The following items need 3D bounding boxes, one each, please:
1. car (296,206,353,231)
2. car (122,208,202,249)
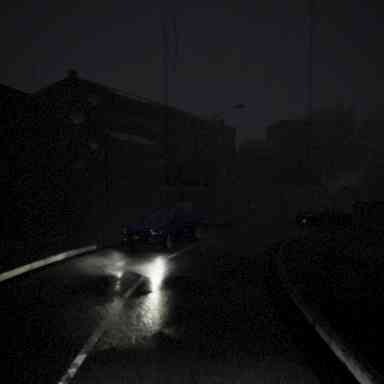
[{"bbox_3d":[9.048,1.670,22.270,5.008,1.535,1.882,1,-2,-35],"label":"car"},{"bbox_3d":[-1.129,1.487,14.776,1.882,1.535,5.008,-1,-1,23],"label":"car"}]
